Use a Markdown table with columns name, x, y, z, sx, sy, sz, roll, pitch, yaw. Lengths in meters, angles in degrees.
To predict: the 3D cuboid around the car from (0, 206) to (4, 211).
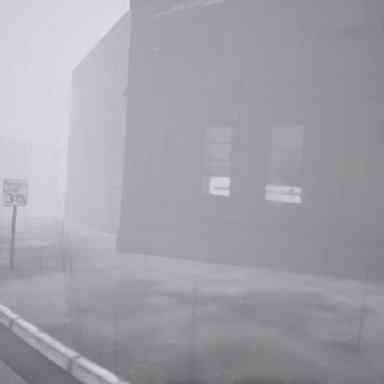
| name | x | y | z | sx | sy | sz | roll | pitch | yaw |
| --- | --- | --- | --- | --- | --- | --- | --- | --- | --- |
| car | -23.448 | 1.794 | 37.576 | 1.895 | 1.301 | 4.718 | 4 | -1 | -1 |
